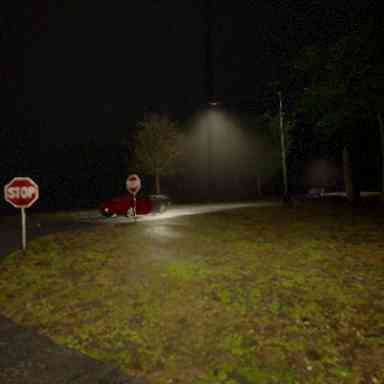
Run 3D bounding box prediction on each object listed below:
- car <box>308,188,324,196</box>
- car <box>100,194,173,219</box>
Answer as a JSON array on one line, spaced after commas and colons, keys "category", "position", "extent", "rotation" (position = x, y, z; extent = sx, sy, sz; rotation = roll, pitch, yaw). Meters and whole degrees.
[{"category": "car", "position": [23.597, 0.009, 64.030], "extent": [1.812, 1.442, 4.674], "rotation": [-4, -1, 28]}, {"category": "car", "position": [-3.715, 0.878, 21.940], "extent": [1.882, 1.535, 5.008], "rotation": [-4, -1, 34]}]
